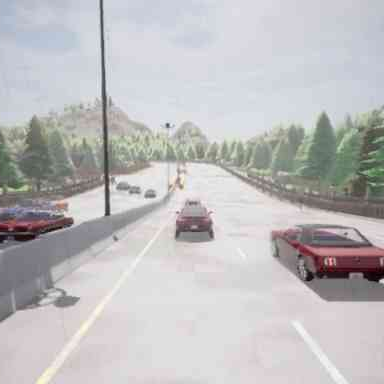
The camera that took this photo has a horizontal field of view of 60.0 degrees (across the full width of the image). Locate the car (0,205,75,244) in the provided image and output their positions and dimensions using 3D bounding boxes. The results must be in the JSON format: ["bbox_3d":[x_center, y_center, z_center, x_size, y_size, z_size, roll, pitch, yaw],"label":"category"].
[{"bbox_3d":[-7.093,1.497,15.241,1.895,1.301,4.718,0,0,0],"label":"car"}]

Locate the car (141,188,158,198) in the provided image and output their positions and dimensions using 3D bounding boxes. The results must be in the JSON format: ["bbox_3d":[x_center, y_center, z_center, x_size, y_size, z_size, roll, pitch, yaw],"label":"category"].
[{"bbox_3d":[-7.012,0.195,56.534,1.812,1.442,4.674,0,5,1],"label":"car"}]

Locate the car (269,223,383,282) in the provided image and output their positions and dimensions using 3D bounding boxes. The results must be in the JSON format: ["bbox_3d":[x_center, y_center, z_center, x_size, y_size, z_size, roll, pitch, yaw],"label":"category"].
[{"bbox_3d":[3.602,1.537,9.502,1.895,1.301,4.718,0,0,0],"label":"car"}]

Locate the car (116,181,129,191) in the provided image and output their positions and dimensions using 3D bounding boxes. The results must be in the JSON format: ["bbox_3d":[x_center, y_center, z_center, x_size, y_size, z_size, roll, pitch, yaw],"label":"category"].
[{"bbox_3d":[-13.980,-1.249,67.855,2.097,1.767,4.553,0,7,0],"label":"car"}]

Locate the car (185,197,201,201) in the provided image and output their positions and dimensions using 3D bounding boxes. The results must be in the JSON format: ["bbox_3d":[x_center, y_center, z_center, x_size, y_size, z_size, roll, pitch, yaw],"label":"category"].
[{"bbox_3d":[0.109,1.291,39.028,1.895,1.301,4.718,0,1,0],"label":"car"}]

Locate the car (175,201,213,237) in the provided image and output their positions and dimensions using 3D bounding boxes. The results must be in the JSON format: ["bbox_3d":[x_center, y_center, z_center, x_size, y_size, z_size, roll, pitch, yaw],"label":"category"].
[{"bbox_3d":[0.104,1.408,17.227,1.812,1.442,4.674,0,0,0],"label":"car"}]

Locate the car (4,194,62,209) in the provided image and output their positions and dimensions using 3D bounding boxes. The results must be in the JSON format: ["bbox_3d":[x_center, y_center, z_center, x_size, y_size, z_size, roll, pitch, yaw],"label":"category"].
[{"bbox_3d":[-10.580,1.203,21.620,2.097,1.767,4.553,0,0,0],"label":"car"}]

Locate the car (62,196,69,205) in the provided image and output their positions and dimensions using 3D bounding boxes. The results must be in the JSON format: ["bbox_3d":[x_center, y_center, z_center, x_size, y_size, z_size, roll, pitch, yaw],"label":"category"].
[{"bbox_3d":[-14.067,1.119,33.340,2.097,1.767,4.553,0,1,0],"label":"car"}]

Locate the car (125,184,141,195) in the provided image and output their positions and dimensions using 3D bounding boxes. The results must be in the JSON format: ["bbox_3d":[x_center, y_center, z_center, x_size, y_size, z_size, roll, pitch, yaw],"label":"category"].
[{"bbox_3d":[-10.496,-0.350,61.646,1.837,1.490,4.892,0,6,0],"label":"car"}]
